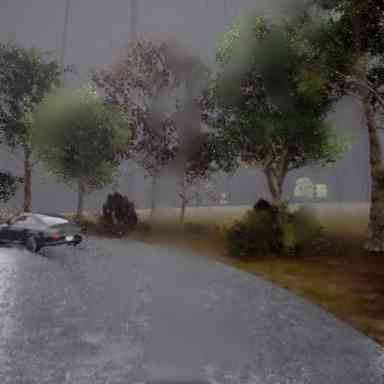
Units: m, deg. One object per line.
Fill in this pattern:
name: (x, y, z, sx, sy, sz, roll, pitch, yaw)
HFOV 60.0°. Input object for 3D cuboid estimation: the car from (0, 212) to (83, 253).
car: (-6.441, 1.566, 13.790, 4.674, 1.442, 1.812, 0, -1, 36)
